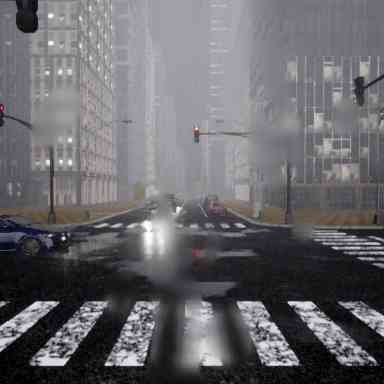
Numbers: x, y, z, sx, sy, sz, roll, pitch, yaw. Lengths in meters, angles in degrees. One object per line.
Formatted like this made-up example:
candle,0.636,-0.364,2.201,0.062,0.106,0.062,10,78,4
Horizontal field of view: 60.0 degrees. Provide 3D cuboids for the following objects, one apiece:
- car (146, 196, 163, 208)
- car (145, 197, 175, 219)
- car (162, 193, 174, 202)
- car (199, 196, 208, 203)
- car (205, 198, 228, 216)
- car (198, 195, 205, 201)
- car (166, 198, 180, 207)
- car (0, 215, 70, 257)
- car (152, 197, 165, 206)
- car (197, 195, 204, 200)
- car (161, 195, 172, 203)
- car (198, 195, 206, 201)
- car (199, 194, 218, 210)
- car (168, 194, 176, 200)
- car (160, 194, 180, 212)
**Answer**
car,-5.418,1.418,48.657,1.967,1.590,4.097,-1,0,0
car,-2.908,1.480,28.788,2.128,1.511,4.902,0,0,0
car,-5.471,1.273,76.280,2.192,1.841,5.009,-1,0,0
car,2.422,1.507,70.795,1.887,1.381,4.507,-1,0,0
car,2.462,1.569,32.123,1.802,1.307,4.206,-1,0,0
car,2.391,1.473,87.539,1.752,1.417,4.829,-1,0,0
car,-2.934,1.577,51.576,1.895,1.301,4.718,0,0,0
car,-6.783,1.564,12.380,4.181,1.385,1.994,0,0,0
car,-5.426,1.557,54.182,1.802,1.307,4.206,-1,0,0
car,2.381,1.488,92.893,1.887,1.381,4.507,-1,0,0
car,-5.459,1.402,70.755,1.967,1.590,4.097,-1,0,0
car,2.402,1.535,81.844,1.802,1.307,4.206,-1,0,0
car,2.459,1.297,43.172,2.192,1.841,5.009,-1,0,0
car,-5.500,1.383,92.854,1.967,1.590,4.097,-1,0,0
car,-2.922,1.205,39.501,2.150,2.045,5.566,0,0,0
